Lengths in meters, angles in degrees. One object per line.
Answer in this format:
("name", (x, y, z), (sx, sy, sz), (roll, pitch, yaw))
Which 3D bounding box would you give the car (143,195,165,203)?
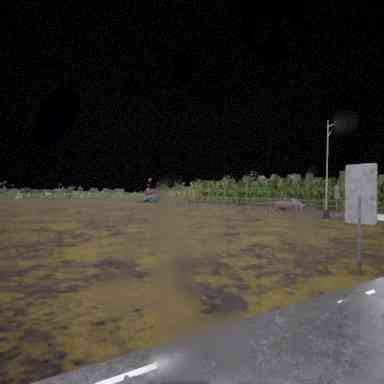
("car", (-6.737, 1.159, 58.216), (2.033, 1.411, 5.357), (2, -1, -34))

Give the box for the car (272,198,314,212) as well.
("car", (10.228, 1.319, 33.971), (1.994, 1.385, 4.181), (2, 0, -35))
